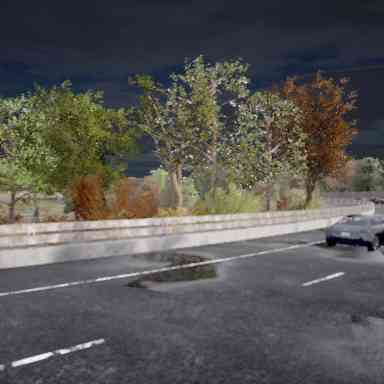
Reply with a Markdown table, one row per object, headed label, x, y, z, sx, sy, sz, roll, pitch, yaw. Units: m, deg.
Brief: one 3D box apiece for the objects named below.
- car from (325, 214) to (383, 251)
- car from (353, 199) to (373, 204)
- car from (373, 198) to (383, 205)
| label | x | y | z | sx | sy | sz | roll | pitch | yaw |
| --- | --- | --- | --- | --- | --- | --- | --- | --- | --- |
| car | 7.716 | 1.705 | 14.944 | 4.181 | 1.385 | 1.994 | 1 | 0 | -43 |
| car | 40.255 | 2.258 | 79.248 | 2.033 | 1.411 | 5.357 | 0 | 0 | 5 |
| car | 43.729 | 2.237 | 78.821 | 1.837 | 1.490 | 4.892 | 0 | 0 | 5 |
